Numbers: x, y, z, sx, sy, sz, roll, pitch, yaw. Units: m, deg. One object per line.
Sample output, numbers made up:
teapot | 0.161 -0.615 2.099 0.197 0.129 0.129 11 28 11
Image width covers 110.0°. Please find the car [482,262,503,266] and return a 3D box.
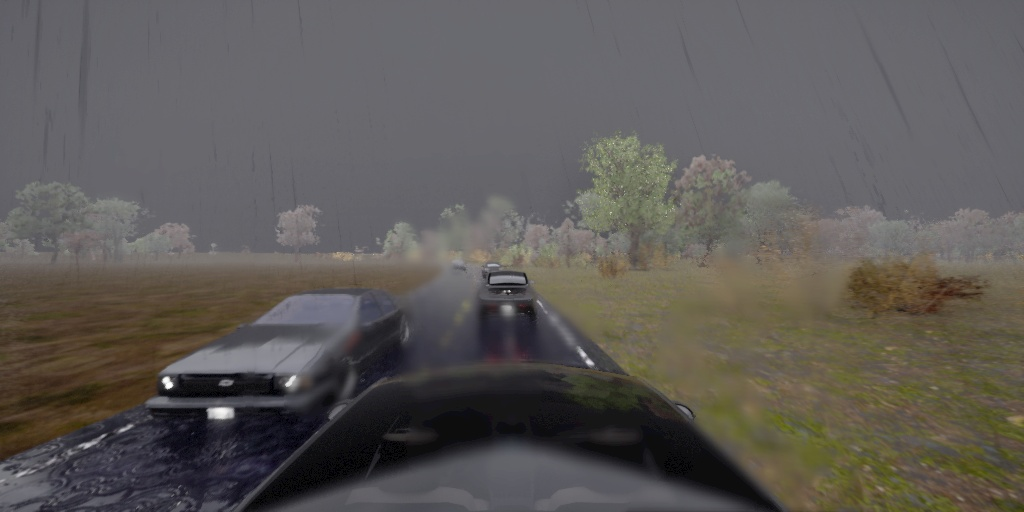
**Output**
car | -1.789 1.276 33.267 1.812 1.442 4.674 0 0 -6

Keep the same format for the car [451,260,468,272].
car | -6.705 1.233 45.757 1.882 1.535 5.008 0 0 -9

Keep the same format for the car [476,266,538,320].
car | -0.194 1.255 12.556 1.837 1.490 4.892 0 0 -2

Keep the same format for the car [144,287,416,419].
car | -3.187 1.302 6.510 2.033 1.411 5.357 0 0 -1
